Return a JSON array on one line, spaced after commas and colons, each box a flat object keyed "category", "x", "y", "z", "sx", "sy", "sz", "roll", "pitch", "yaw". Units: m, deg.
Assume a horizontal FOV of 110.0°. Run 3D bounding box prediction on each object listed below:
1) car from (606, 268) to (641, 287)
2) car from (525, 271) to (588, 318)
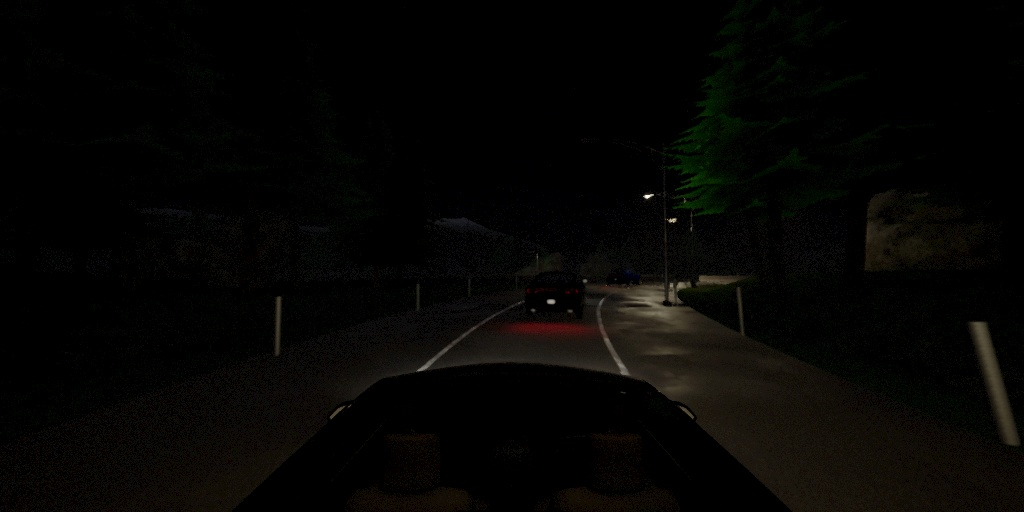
[{"category": "car", "x": 9.837, "y": 1.857, "z": 31.345, "sx": 1.882, "sy": 1.535, "sz": 5.008, "roll": -2, "pitch": -4, "yaw": 34}, {"category": "car", "x": 1.756, "y": 1.287, "z": 13.428, "sx": 1.882, "sy": 1.535, "sz": 5.008, "roll": -1, "pitch": -1, "yaw": 13}]
